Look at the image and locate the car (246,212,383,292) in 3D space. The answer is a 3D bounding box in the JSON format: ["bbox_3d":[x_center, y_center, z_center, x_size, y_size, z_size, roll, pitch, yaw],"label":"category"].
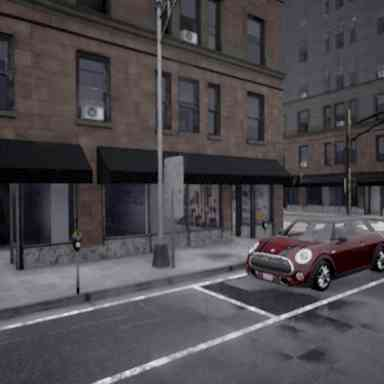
[{"bbox_3d":[3.309,1.373,8.720,4.097,1.590,1.967,-1,0,-37],"label":"car"}]
